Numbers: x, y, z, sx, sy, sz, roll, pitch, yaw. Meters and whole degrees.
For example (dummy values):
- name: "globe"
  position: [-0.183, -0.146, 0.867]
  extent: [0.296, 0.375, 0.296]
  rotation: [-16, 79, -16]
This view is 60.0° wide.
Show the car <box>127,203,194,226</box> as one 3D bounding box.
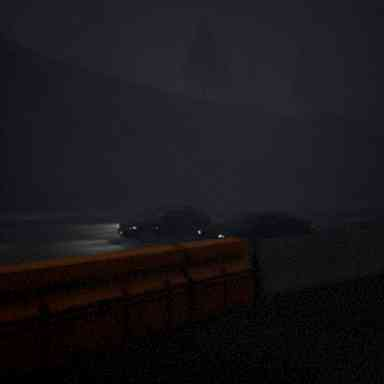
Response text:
- name: "car"
  position: [-2.180, 1.504, 23.196]
  extent: [4.181, 1.385, 1.994]
  rotation: [0, 0, -30]

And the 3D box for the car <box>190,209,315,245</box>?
- name: "car"
  position: [2.825, 1.512, 14.018]
  extent: [5.357, 1.411, 2.033]
  rotation: [0, 0, -31]

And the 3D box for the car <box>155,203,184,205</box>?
- name: "car"
  position: [-1.178, 1.454, 19.717]
  extent: [4.892, 1.490, 1.837]
  rotation: [0, 0, -31]

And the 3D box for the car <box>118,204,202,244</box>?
- name: "car"
  position: [-1.102, 1.485, 15.655]
  extent: [4.674, 1.442, 1.812]
  rotation: [0, 0, -32]
